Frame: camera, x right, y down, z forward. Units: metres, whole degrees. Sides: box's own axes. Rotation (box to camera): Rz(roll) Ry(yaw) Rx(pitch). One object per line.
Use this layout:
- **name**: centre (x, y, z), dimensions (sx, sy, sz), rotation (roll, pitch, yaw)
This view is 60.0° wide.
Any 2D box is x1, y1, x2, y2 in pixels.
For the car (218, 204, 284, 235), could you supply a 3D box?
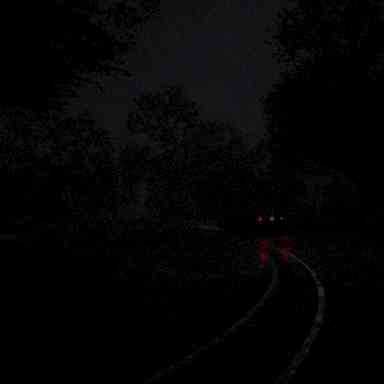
- **car**: centre (3.528, 1.602, 20.847), dimensions (2.097, 1.767, 4.553), rotation (0, -1, -29)
